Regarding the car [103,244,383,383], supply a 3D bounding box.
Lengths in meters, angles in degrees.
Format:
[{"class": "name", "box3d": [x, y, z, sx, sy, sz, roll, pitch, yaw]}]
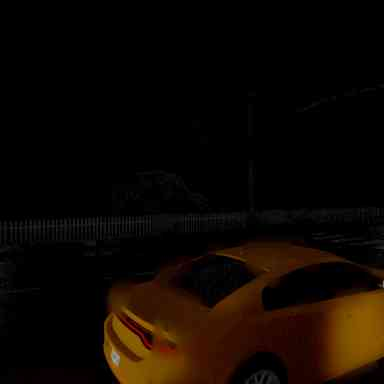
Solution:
[{"class": "car", "box3d": [1.377, 1.478, 4.560, 5.008, 1.535, 1.882, 0, 0, -30]}]
